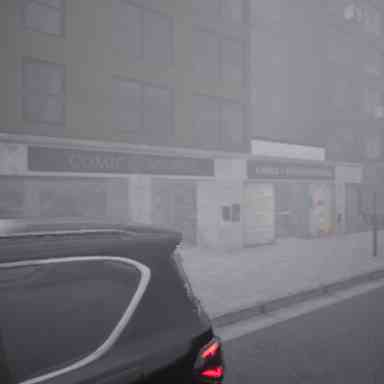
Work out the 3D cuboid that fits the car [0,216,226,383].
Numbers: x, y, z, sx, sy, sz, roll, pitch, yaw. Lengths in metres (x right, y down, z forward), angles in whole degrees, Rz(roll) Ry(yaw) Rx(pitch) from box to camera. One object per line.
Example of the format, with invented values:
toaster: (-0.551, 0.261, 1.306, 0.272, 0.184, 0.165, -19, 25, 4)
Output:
car: (-2.347, 1.224, 1.393, 5.566, 2.045, 2.150, 0, 0, -35)
